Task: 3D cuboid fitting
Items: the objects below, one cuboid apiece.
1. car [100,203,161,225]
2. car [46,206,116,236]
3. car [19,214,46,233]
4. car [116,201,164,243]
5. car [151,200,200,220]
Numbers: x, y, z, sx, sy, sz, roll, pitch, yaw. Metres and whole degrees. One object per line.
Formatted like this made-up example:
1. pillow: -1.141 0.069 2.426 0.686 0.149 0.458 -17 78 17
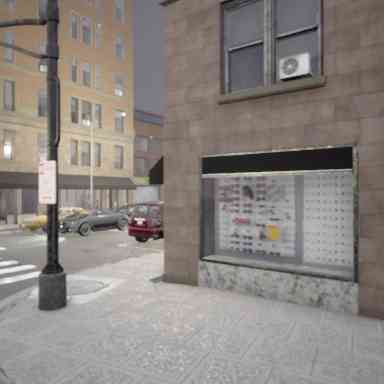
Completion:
1. car: -4.493 1.566 24.880 1.947 1.339 4.313 0 0 35
2. car: -5.518 1.572 18.574 1.994 1.385 4.181 0 0 35
3. car: -7.818 1.537 20.097 1.752 1.417 4.829 0 0 35
4. car: -0.735 1.315 15.347 2.192 1.841 5.009 0 0 35
5. car: -1.362 1.514 29.384 1.752 1.417 4.829 0 0 35
